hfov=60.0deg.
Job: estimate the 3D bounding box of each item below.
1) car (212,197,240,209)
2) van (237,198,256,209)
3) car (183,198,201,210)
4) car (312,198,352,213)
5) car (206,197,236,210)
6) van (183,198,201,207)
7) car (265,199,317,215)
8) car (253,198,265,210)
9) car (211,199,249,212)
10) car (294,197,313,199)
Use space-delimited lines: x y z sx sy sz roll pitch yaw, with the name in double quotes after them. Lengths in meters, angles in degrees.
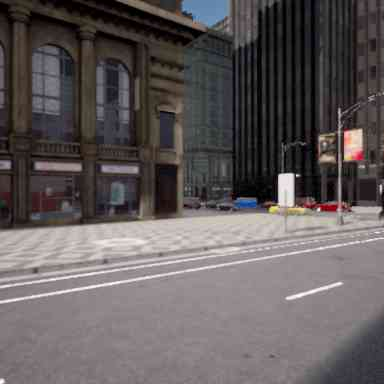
5.869 1.867 58.224 2.192 1.841 5.009 -1 0 -35 "car"
8.810 1.825 54.074 1.690 1.788 3.998 -1 0 -35 "van"
-0.642 1.893 52.625 2.192 1.841 5.009 -1 0 -35 "car"
17.638 1.822 41.621 1.887 1.381 4.507 -1 0 -35 "car"
4.041 2.000 50.692 2.128 1.511 4.902 0 -1 -35 "car"
-0.013 2.029 66.526 1.690 1.788 3.998 -1 0 -35 "van"
10.778 1.837 36.553 1.752 1.417 4.829 -1 0 -35 "car"
11.757 1.997 49.923 1.802 1.307 4.206 -1 0 -35 "car"
5.022 1.997 44.658 2.008 1.369 4.403 -1 0 -35 "car"
14.692 1.661 45.772 2.192 1.841 5.009 -1 0 -35 "car"
